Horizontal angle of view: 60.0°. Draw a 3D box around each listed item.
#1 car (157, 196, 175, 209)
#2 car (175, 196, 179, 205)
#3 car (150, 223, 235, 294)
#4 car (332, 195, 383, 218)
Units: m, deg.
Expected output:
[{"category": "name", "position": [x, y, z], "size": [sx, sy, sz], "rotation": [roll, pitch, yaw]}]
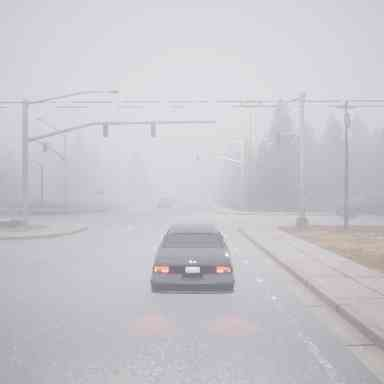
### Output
[{"category": "car", "position": [-3.693, 1.505, 45.065], "size": [1.837, 1.490, 4.892], "rotation": [0, 0, 0]}, {"category": "car", "position": [-3.688, 1.491, 54.717], "size": [2.128, 1.511, 4.902], "rotation": [0, 0, 0]}, {"category": "car", "position": [0.031, 1.545, 8.940], "size": [2.033, 1.411, 5.357], "rotation": [0, 0, 0]}, {"category": "car", "position": [15.536, 1.248, 29.592], "size": [5.566, 2.045, 2.150], "rotation": [0, 0, 1]}]
